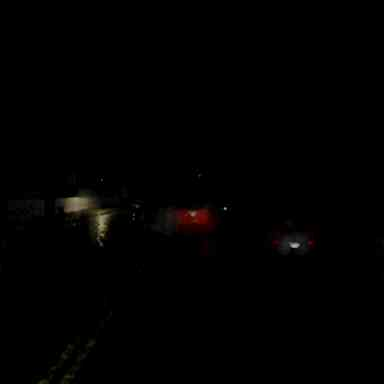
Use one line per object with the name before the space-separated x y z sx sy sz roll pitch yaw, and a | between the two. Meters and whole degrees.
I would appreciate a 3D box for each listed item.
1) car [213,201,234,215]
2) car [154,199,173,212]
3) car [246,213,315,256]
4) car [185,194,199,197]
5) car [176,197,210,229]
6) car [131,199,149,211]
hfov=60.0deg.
car | 3.308 1.653 35.202 1.994 1.385 4.181 0 0 0
car | -3.391 1.625 39.634 1.812 1.442 4.674 0 0 0
car | 3.336 1.561 13.103 1.812 1.442 4.674 0 0 0
car | 0.056 1.319 40.625 2.150 2.045 5.566 0 -1 0
car | 0.072 1.410 22.310 2.097 1.767 4.553 0 0 0
car | -6.640 1.600 42.958 2.128 1.511 4.902 0 0 0
